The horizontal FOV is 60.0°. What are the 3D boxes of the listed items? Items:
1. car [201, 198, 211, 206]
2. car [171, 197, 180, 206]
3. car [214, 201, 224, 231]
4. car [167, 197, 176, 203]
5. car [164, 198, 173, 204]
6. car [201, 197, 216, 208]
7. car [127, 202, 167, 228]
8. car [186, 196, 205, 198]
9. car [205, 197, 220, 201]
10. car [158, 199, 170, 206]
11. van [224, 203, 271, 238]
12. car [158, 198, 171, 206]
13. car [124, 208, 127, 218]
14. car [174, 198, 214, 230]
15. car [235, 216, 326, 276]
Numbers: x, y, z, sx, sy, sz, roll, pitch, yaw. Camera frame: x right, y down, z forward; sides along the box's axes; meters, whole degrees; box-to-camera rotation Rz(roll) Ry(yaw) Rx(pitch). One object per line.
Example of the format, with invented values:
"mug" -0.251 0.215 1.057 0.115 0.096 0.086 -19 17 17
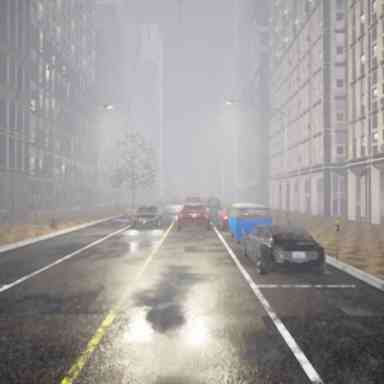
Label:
"car" 2.767 2.004 67.576 1.752 1.417 4.829 0 0 0
"car" -2.949 1.813 65.064 2.097 1.767 4.553 0 0 1
"car" 2.718 1.607 21.871 1.967 1.590 4.097 0 0 0
"car" -5.589 2.169 90.196 2.008 1.369 4.403 0 0 0
"car" -5.601 2.130 78.810 1.802 1.307 4.206 0 0 0
"car" 2.756 1.718 56.024 2.192 1.841 5.009 0 0 0
"car" -3.073 1.684 23.660 1.837 1.490 4.892 0 0 0
"car" 0.145 1.521 40.477 2.150 2.045 5.566 0 0 0
"car" 2.743 1.641 44.639 2.192 1.841 5.009 0 0 0
"car" -5.614 2.043 67.428 1.947 1.339 4.313 0 0 0
"van" 2.712 1.466 16.180 1.690 1.788 3.998 0 0 0
"car" -5.620 1.991 61.735 2.008 1.369 4.403 0 0 0
"car" -5.651 1.771 33.103 1.752 1.417 4.829 0 0 0
"car" 0.124 1.522 22.477 2.097 1.767 4.553 0 -1 0
"car" 2.705 1.648 10.485 1.947 1.339 4.313 0 0 0
